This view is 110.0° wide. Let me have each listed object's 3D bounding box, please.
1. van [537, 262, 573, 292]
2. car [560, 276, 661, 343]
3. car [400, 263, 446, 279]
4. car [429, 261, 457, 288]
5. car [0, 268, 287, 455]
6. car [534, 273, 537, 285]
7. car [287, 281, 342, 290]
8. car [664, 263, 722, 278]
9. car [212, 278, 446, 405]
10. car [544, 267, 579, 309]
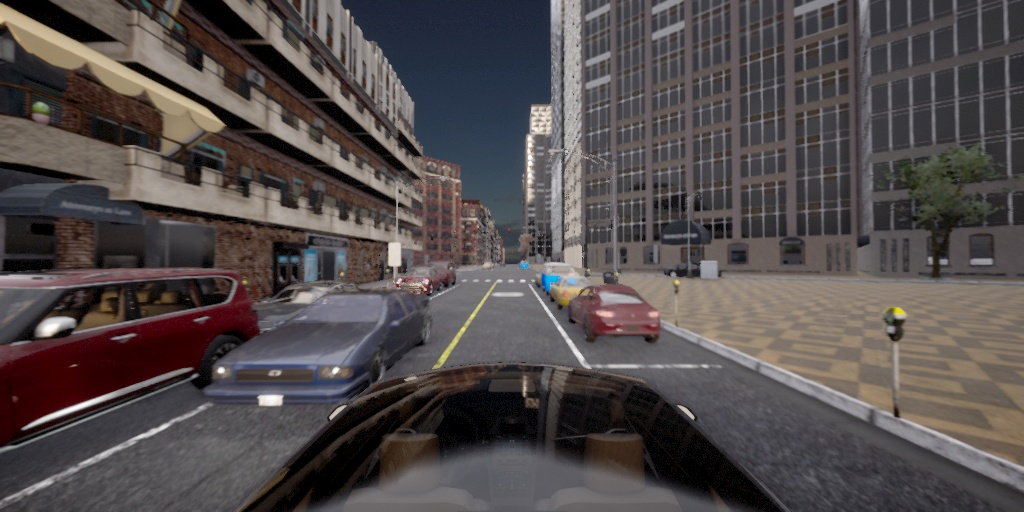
[{"bbox_3d":[2.567,1.273,20.759,1.690,1.789,3.998,0,0,0],"label":"van"},{"bbox_3d":[2.567,1.406,9.690,1.802,1.307,4.207,0,0,0],"label":"car"},{"bbox_3d":[-5.314,1.372,20.754,1.967,1.591,4.097,0,0,0],"label":"car"},{"bbox_3d":[-5.314,1.303,26.289,2.192,1.841,5.009,0,0,0],"label":"car"},{"bbox_3d":[-5.314,1.087,4.147,2.192,1.841,5.009,0,0,0],"label":"car"},{"bbox_3d":[2.567,1.514,26.465,1.751,1.417,4.829,0,0,0],"label":"car"},{"bbox_3d":[-5.314,1.374,9.684,2.007,1.370,4.403,0,0,0],"label":"car"},{"bbox_3d":[16.820,1.385,33.543,4.892,1.490,1.837,-1,-1,41],"label":"car"},{"bbox_3d":[-2.850,1.346,6.902,2.033,1.411,5.357,0,-1,0],"label":"car"},{"bbox_3d":[2.567,1.403,15.396,1.751,1.417,4.829,0,0,0],"label":"car"}]
